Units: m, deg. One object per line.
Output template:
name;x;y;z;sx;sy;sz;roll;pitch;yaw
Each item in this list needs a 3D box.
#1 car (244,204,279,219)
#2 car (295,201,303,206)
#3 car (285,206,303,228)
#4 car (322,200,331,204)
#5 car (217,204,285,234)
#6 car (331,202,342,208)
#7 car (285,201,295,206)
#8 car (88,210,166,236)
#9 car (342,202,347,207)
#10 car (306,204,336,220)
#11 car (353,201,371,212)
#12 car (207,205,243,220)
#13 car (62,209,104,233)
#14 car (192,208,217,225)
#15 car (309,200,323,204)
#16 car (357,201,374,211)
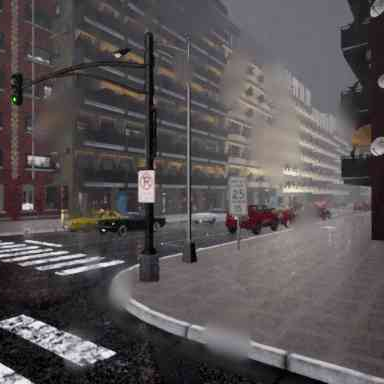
car;7.939;2.170;37.532;2.128;1.511;4.902;0;-1;35
car;16.680;2.340;54.576;2.192;1.841;5.009;-1;-2;35
car;7.304;2.043;26.638;1.887;1.381;4.507;-1;-2;35
car;26.429;2.640;68.490;2.192;1.841;5.009;-1;-2;35
car;4.053;1.711;22.006;2.192;1.841;5.009;-1;-2;35
car;32.931;3.066;77.762;1.887;1.381;4.507;-1;-2;35
car;13.333;2.446;49.792;1.752;1.417;4.829;-1;-2;35
car;-3.787;1.910;20.817;1.895;1.301;4.718;0;-1;35
car;39.432;3.281;87.040;1.947;1.339;4.313;-1;-2;35
car;13.804;2.284;35.914;1.802;1.307;4.206;-1;-2;35
car;30.050;2.522;59.112;2.192;1.841;5.009;-1;-2;35
car;3.682;2.164;36.016;1.887;1.381;4.507;-1;-2;35
car;-6.165;1.833;21.962;1.752;1.417;4.829;-1;-2;35
car;1.962;2.093;29.022;1.895;1.301;4.718;0;-1;35
car;23.182;2.770;63.847;1.887;1.381;4.507;-1;-2;35
car;33.300;2.621;63.751;2.192;1.841;5.009;-1;-2;35
